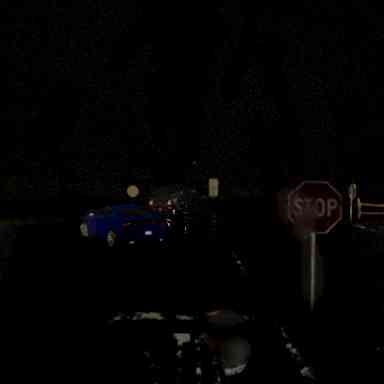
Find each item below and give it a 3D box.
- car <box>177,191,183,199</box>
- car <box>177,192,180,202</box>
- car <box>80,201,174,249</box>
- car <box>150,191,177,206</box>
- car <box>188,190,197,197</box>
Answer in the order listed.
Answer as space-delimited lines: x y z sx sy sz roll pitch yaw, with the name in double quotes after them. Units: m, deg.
-2.734 0.806 50.635 1.895 1.301 4.718 0 1 0 "car"
-2.773 0.980 39.792 1.895 1.301 4.718 0 1 0 "car"
-3.007 1.268 13.732 1.882 1.535 5.008 0 0 -36 "car"
-2.739 0.880 30.460 2.097 1.767 4.553 0 1 -1 "car"
0.134 0.342 72.787 1.837 1.490 4.892 0 1 0 "car"
